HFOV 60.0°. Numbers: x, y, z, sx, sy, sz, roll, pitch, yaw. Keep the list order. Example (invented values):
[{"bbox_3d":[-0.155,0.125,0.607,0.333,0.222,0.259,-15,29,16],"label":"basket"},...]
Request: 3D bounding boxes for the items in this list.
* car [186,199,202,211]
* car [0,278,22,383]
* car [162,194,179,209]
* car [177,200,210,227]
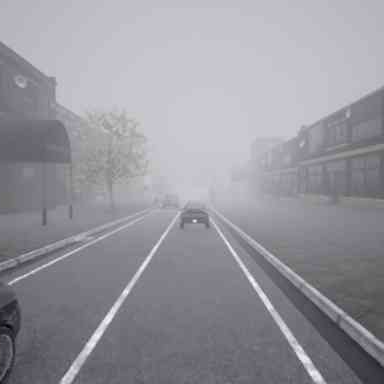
[{"bbox_3d":[0.240,1.635,42.024,1.895,1.301,4.718,0,0,0],"label":"car"},{"bbox_3d":[-3.081,1.524,2.500,1.812,1.442,4.674,0,0,0],"label":"car"},{"bbox_3d":[-2.921,1.248,46.157,2.150,2.045,5.566,0,0,0],"label":"car"},{"bbox_3d":[0.175,1.523,22.685,1.837,1.490,4.892,0,0,0],"label":"car"}]
